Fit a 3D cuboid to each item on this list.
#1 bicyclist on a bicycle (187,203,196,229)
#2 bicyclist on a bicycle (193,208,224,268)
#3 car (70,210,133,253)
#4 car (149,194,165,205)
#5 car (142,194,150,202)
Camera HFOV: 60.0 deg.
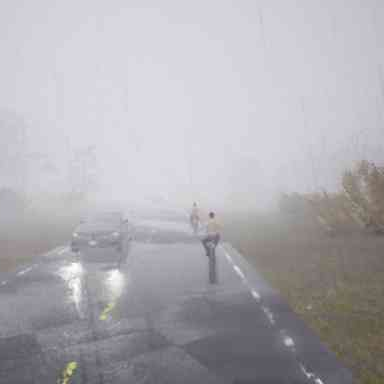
[{"bbox_3d":[0.139,1.391,18.396,0.866,1.612,1.509,0,0,-4],"label":"bicyclist on a bicycle"},{"bbox_3d":[0.593,1.410,10.247,0.866,1.612,1.509,0,0,-3],"label":"bicyclist on a bicycle"},{"bbox_3d":[-3.543,1.495,13.806,1.812,1.442,4.674,0,0,-3],"label":"car"},{"bbox_3d":[-5.631,1.368,55.721,1.837,1.490,4.892,0,0,-11],"label":"car"},{"bbox_3d":[-9.749,1.172,73.123,2.097,1.767,4.553,0,0,-15],"label":"car"}]
